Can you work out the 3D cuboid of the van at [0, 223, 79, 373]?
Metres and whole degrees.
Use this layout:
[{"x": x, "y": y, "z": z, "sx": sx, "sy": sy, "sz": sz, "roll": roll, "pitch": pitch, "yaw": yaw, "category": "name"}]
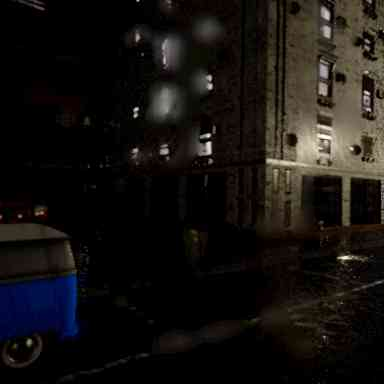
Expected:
[{"x": -3.456, "y": 1.337, "z": 4.034, "sx": 3.998, "sy": 1.788, "sz": 1.690, "roll": 1, "pitch": 1, "yaw": -35, "category": "van"}]
